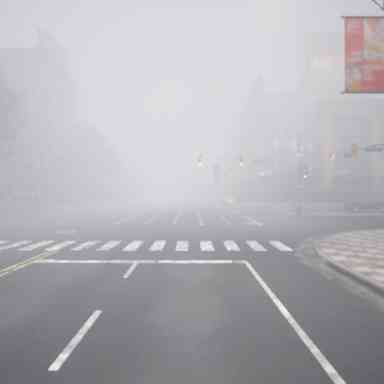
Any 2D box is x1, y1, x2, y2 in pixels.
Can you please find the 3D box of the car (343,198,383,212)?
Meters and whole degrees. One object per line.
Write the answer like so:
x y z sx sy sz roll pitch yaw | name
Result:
20.469 1.486 39.128 5.008 1.535 1.882 0 0 0 | car
